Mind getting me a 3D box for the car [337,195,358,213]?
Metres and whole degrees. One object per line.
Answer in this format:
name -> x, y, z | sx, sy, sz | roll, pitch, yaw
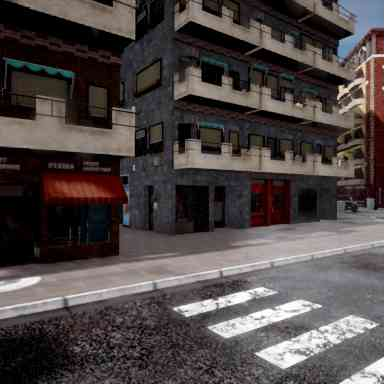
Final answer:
car -> 17.951, 1.425, 40.095 | 2.150, 2.045, 5.566 | 0, 0, 5
